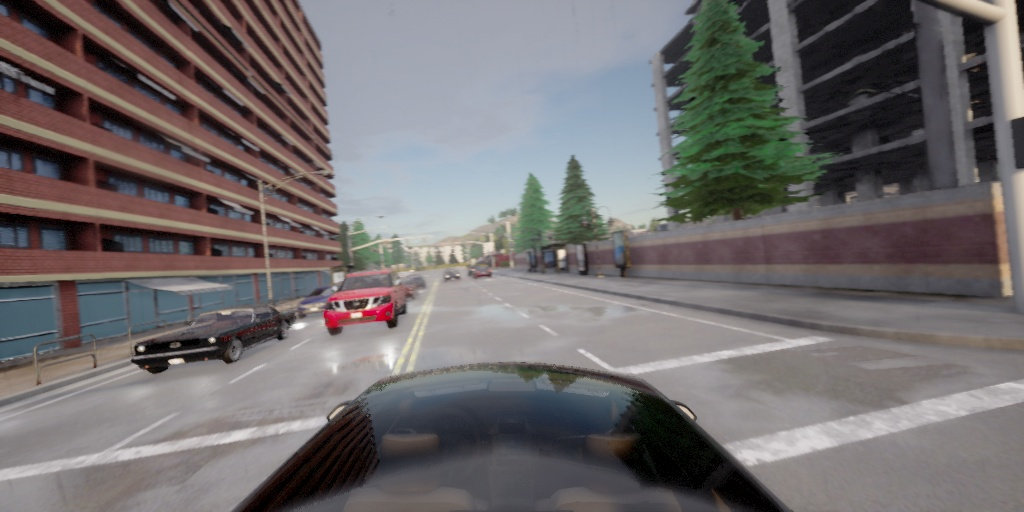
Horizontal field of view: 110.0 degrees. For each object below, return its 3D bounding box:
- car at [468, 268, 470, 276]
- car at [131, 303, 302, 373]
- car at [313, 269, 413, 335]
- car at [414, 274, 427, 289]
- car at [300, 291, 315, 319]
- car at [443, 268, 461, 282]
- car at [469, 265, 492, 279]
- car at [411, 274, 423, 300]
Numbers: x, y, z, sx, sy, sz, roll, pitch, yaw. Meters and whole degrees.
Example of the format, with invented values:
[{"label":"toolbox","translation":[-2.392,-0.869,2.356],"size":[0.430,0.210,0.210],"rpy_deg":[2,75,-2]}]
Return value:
[{"label":"car","translation":[-5.326,2.091,51.622],"size":[2.128,1.511,4.902],"rpy_deg":[-5,0,-11]},{"label":"car","translation":[-8.266,2.210,10.538],"size":[1.895,1.301,4.718],"rpy_deg":[-5,0,-11]},{"label":"car","translation":[-5.395,1.574,13.903],"size":[2.150,2.045,5.566],"rpy_deg":[-5,-1,-11]},{"label":"car","translation":[-9.041,2.402,33.361],"size":[1.994,1.385,4.181],"rpy_deg":[-5,0,-11]},{"label":"car","translation":[-9.960,2.360,19.504],"size":[1.812,1.442,4.674],"rpy_deg":[-5,0,-11]},{"label":"car","translation":[-7.062,2.308,42.434],"size":[1.895,1.301,4.718],"rpy_deg":[-5,0,-11]},{"label":"car","translation":[-3.598,1.937,42.878],"size":[1.994,1.385,4.181],"rpy_deg":[-5,0,-11]},{"label":"car","translation":[-7.196,2.194,23.606],"size":[1.895,1.301,4.718],"rpy_deg":[-5,0,-11]}]
